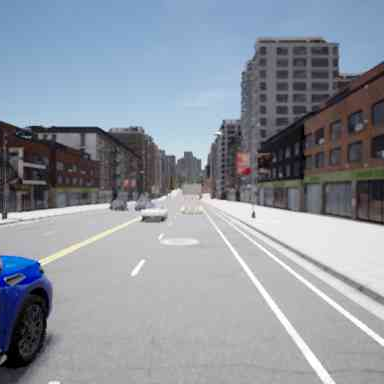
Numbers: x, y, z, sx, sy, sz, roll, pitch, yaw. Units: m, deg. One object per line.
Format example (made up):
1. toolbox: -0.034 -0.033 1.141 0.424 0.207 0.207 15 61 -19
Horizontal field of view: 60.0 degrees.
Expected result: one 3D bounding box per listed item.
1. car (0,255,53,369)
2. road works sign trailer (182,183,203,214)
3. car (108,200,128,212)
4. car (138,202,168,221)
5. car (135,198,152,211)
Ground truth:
1. car: -3.153 1.230 2.625 2.150 2.045 5.566 0 0 0
2. road works sign trailer: 0.021 0.715 38.870 2.380 3.560 2.880 0 -1 3
3. car: -9.831 1.813 44.693 1.837 1.490 4.892 0 -1 0
4. car: -3.154 1.762 28.850 1.895 1.301 4.718 0 0 0
5. car: -6.582 1.670 45.971 2.097 1.767 4.553 0 0 0
